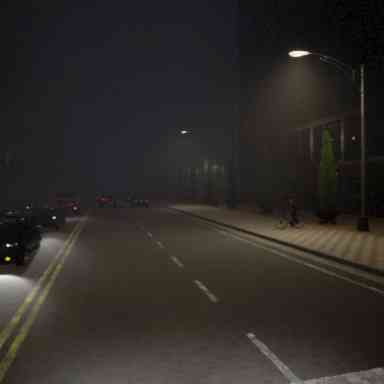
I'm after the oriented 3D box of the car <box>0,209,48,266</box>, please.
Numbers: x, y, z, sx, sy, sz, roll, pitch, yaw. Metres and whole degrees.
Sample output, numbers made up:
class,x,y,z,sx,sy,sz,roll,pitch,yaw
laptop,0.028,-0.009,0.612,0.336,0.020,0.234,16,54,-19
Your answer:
class,x,y,z,sx,sy,sz,roll,pitch,yaw
car,-6.165,1.481,10.726,1.994,1.385,4.181,-1,1,-15

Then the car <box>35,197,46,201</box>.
class,x,y,z,sx,sy,sz,roll,pitch,yaw
car,-15.976,1.203,34.208,1.994,1.385,4.181,-1,1,-15

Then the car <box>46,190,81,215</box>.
class,x,y,z,sx,sy,sz,roll,pitch,yaw
car,-11.143,0.882,29.522,2.150,2.045,5.566,-1,1,-15

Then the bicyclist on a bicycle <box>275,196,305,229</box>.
class,x,y,z,sx,sy,sz,roll,pitch,yaw
bicyclist on a bicycle,4.766,1.000,16.232,1.656,1.620,0.582,-1,1,-15

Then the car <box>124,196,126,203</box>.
class,x,y,z,sx,sy,sz,roll,pitch,yaw
car,-8.690,0.927,47.915,1.895,1.301,4.718,-1,1,-15

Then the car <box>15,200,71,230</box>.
class,x,y,z,sx,sy,sz,roll,pitch,yaw
car,-8.410,1.403,19.193,1.895,1.301,4.718,-1,1,-15

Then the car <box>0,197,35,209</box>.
class,x,y,z,sx,sy,sz,roll,pitch,yaw
car,-13.468,1.317,24.613,2.033,1.411,5.357,-1,1,-15

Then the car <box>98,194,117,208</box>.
class,x,y,z,sx,sy,sz,roll,pitch,yaw
car,-9.638,0.993,38.039,2.128,1.511,4.902,-1,1,-14

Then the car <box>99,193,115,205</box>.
class,x,y,z,sx,sy,sz,roll,pitch,yaw
car,-12.169,0.923,47.386,2.033,1.411,5.357,-1,1,-15

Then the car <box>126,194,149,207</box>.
class,x,y,z,sx,sy,sz,roll,pitch,yaw
car,-6.170,1.000,38.604,2.033,1.411,5.357,-1,1,-15
